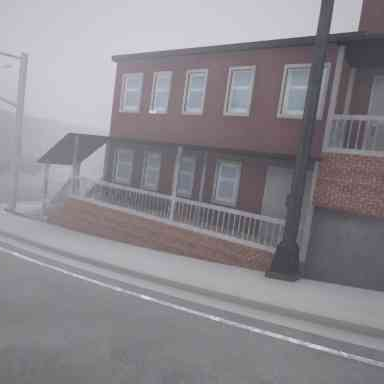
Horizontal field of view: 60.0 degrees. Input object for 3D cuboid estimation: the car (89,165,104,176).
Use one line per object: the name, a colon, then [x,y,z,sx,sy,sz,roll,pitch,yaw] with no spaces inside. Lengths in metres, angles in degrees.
car: [-12.289,-3.030,47.350,1.837,1.490,4.892,11,7,35]

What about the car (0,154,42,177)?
car: [-17.962,-2.759,33.494,2.150,2.045,5.566,11,7,35]
